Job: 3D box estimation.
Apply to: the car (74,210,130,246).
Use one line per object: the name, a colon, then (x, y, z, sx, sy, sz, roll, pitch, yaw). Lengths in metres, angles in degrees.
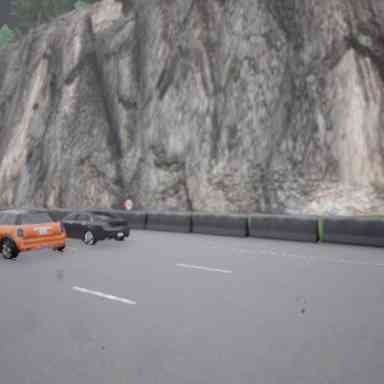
car: (-5.128, 1.649, 16.235, 4.892, 1.490, 1.837, 0, 0, 36)

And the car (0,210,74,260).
car: (-7.122, 1.493, 13.358, 4.553, 1.767, 2.097, -1, 0, 36)
